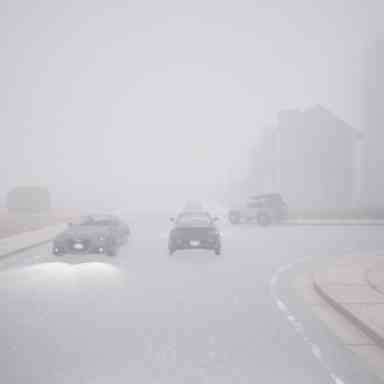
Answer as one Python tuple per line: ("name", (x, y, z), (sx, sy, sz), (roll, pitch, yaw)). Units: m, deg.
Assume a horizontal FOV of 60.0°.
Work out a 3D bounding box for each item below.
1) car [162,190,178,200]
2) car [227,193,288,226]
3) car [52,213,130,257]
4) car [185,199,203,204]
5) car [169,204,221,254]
("car", (-3.495, 0.718, 53.660), (2.150, 2.045, 5.566), (0, 0, 0))
("car", (4.164, 1.080, 21.280), (1.905, 1.878, 3.866), (-8, 4, -42))
("car", (-3.607, 1.521, 12.561), (1.994, 1.385, 4.181), (0, 0, 0))
("car", (0.104, 1.447, 33.095), (2.033, 1.411, 5.357), (0, 0, 0))
("car", (0.082, 1.454, 13.120), (1.812, 1.442, 4.674), (-1, 1, 0))
